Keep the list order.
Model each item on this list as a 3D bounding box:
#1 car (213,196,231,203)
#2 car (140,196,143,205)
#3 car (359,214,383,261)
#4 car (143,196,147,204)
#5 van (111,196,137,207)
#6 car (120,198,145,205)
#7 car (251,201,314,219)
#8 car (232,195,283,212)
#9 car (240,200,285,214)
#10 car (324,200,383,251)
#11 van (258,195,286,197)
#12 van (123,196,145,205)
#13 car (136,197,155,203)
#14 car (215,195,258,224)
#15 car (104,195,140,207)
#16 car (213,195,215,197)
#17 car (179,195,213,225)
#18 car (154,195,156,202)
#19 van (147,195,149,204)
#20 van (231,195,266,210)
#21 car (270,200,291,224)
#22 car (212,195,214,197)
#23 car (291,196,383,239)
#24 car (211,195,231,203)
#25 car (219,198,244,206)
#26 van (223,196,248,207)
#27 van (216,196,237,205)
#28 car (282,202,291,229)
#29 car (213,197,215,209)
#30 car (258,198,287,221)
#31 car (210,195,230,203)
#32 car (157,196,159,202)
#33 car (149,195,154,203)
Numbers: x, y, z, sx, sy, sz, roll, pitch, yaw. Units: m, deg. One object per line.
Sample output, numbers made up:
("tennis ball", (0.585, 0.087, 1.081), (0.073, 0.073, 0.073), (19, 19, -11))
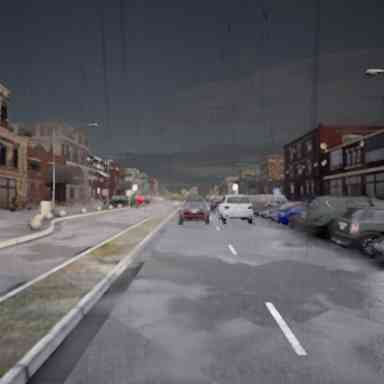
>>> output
("car", (7.969, 2.060, 89.443), (4.553, 1.767, 2.185), (0, 0, 0))
("car", (-12.626, 1.971, 64.753), (4.792, 1.488, 2.163), (0, -1, 0))
("car", (7.677, 1.489, 9.488), (4.674, 1.452, 2.002), (0, 0, 0))
("car", (-12.659, 1.720, 67.409), (5.566, 2.045, 2.435), (0, -1, 0))
("van", (-12.562, 1.680, 61.849), (4.442, 1.987, 1.878), (0, -1, 1))
("car", (-12.601, 2.004, 70.307), (4.892, 1.521, 2.231), (0, 0, 0))
("car", (7.723, 1.534, 28.779), (4.792, 1.488, 2.163), (0, 0, 0))
("car", (7.770, 1.364, 39.808), (5.566, 2.045, 2.435), (0, -1, 0))
("car", (7.790, 1.623, 37.045), (4.674, 1.452, 2.002), (0, -1, 0))
("car", (7.654, 1.321, 12.243), (4.553, 1.767, 2.185), (0, 0, 0))
("van", (7.891, 1.326, 34.171), (4.442, 1.987, 1.878), (0, -1, 0))
("van", (-12.705, 1.805, 73.092), (4.442, 1.987, 1.878), (0, -1, 0))
("car", (-12.512, 2.191, 89.640), (4.792, 1.488, 2.163), (0, 0, 0))
("car", (3.176, 1.219, 24.987), (2.150, 2.045, 5.566), (0, 0, 1))
("car", (-12.732, 1.619, 59.074), (5.566, 2.045, 2.435), (0, -1, 1))
("car", (7.894, 1.769, 70.137), (5.566, 2.045, 2.435), (0, -1, 0))
("car", (0.169, 1.340, 24.174), (2.097, 1.767, 4.553), (0, 0, 1))
("car", (-12.347, 2.101, 81.424), (5.366, 1.575, 1.946), (0, 0, 0))
("van", (-12.684, 1.829, 75.745), (4.442, 1.987, 1.878), (0, -1, 0))
("van", (7.704, 1.467, 45.319), (4.442, 1.987, 1.878), (0, -1, 0))
("car", (7.715, 1.459, 20.510), (5.008, 1.535, 2.097), (0, 0, 0))
("car", (8.152, 2.122, 81.166), (5.366, 1.575, 1.946), (0, 0, 0))
("car", (7.726, 1.196, 14.998), (5.566, 2.045, 2.435), (0, 0, 0))
("car", (7.983, 1.954, 92.201), (5.566, 2.045, 2.435), (0, 0, 0))
("car", (7.881, 2.021, 67.377), (4.792, 1.488, 2.163), (0, -1, 0))
("van", (8.005, 1.700, 61.861), (4.442, 1.987, 1.878), (0, -1, 0))
("van", (7.828, 1.850, 75.654), (4.442, 1.987, 1.878), (0, -1, 0))
("car", (7.713, 1.451, 17.754), (5.008, 1.535, 2.097), (0, 0, 0))
("car", (3.257, 1.683, 43.242), (1.837, 1.490, 4.892), (0, -1, 0))
("car", (7.749, 1.487, 26.023), (4.892, 1.521, 2.231), (0, 0, 0))
("car", (8.051, 1.973, 94.959), (5.566, 2.045, 2.435), (0, 0, 0))
("car", (-12.472, 2.180, 92.419), (4.892, 1.521, 2.231), (0, 0, 0))
("car", (-12.518, 1.829, 78.644), (5.566, 2.045, 2.435), (0, 0, 1))
